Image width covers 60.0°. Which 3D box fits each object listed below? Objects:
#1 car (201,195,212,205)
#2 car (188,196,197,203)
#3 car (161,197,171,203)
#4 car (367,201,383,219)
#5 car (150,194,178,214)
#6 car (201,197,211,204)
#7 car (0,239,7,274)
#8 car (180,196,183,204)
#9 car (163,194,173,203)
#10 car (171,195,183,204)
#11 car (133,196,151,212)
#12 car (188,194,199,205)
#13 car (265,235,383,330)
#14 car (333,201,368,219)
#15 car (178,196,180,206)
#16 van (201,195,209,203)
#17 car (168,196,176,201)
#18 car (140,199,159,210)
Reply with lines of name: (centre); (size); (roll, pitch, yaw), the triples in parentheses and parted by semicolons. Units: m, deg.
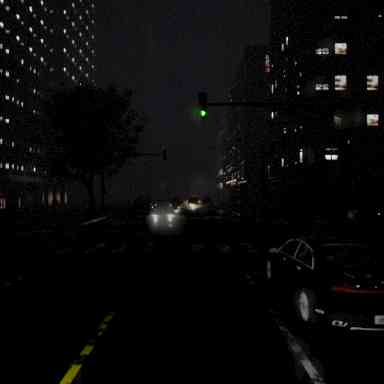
car: (2.779, 1.688, 61.321); (1.947, 1.339, 4.313); (0, 0, 0)
car: (0.117, 1.711, 78.541); (2.033, 1.411, 5.357); (0, 0, 0)
car: (-5.586, 1.718, 72.380); (1.947, 1.339, 4.313); (0, 0, 0)
car: (15.300, 1.368, 23.670); (4.181, 1.385, 1.994); (-1, 0, 0)
car: (-3.046, 1.417, 36.976); (2.097, 1.767, 4.553); (0, 0, 0)
car: (2.787, 1.662, 67.014); (1.752, 1.417, 4.829); (0, 0, 0)
car: (-5.681, 1.554, 6.854); (1.887, 1.381, 4.507); (0, 0, 0)
car: (-3.013, 1.633, 55.375); (1.812, 1.442, 4.674); (0, 0, 1)
car: (-5.579, 1.484, 77.902); (2.192, 1.841, 5.009); (0, 0, 0)
car: (-2.944, 1.484, 65.307); (2.097, 1.767, 4.553); (0, 0, 1)
car: (-5.635, 1.386, 39.243); (2.192, 1.841, 5.009); (0, 0, 0)
car: (0.195, 1.633, 64.174); (1.837, 1.490, 4.892); (0, -1, 0)
car: (2.699, 1.560, 6.842); (2.008, 1.369, 4.403); (0, 0, 0)
car: (13.464, 1.383, 26.233); (4.403, 1.369, 2.008); (-1, 1, 0)
car: (-3.027, 1.563, 46.067); (1.882, 1.535, 5.008); (0, 0, 0)
van: (2.794, 1.493, 72.368); (1.690, 1.788, 3.998); (0, 0, 0)
car: (-5.555, 1.773, 94.471); (2.008, 1.369, 4.403); (0, 0, 0)
car: (-5.626, 1.649, 44.765); (1.947, 1.339, 4.313); (0, 0, 0)
